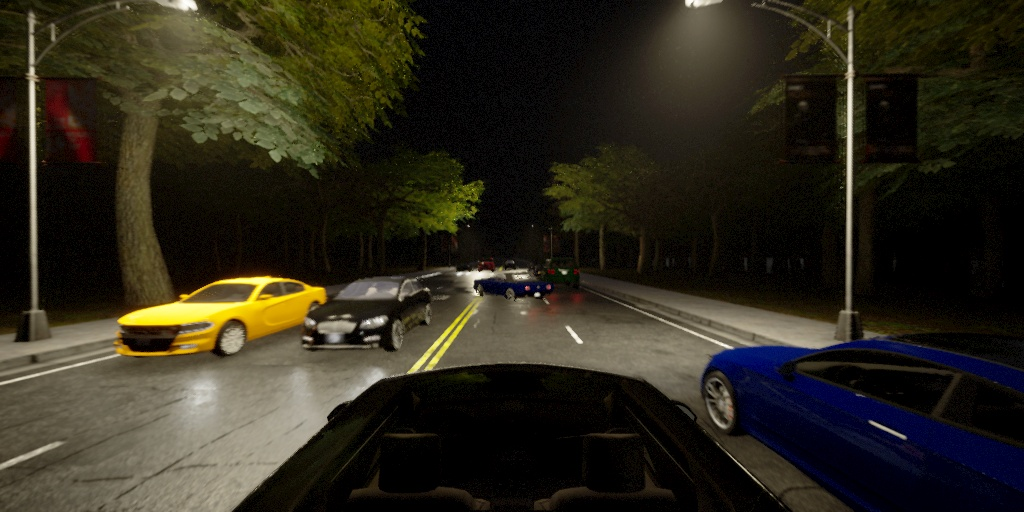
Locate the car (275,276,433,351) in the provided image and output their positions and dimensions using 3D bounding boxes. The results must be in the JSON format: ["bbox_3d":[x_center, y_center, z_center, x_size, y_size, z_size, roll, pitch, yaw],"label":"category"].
[{"bbox_3d":[-3.359,1.303,9.227,2.128,1.511,4.902,0,0,0],"label":"car"}]

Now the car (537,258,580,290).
[{"bbox_3d":[3.196,1.143,24.605,2.150,2.045,5.566,0,0,0],"label":"car"}]

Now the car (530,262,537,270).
[{"bbox_3d":[3.133,1.589,35.614,1.895,1.301,4.718,0,0,0],"label":"car"}]

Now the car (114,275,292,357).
[{"bbox_3d":[-6.607,1.287,8.921,1.882,1.535,5.008,0,0,0],"label":"car"}]

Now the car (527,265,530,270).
[{"bbox_3d":[3.046,1.552,46.595,1.837,1.490,4.892,0,0,-1],"label":"car"}]

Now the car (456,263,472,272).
[{"bbox_3d":[-6.841,1.639,51.633,1.994,1.385,4.181,0,0,0],"label":"car"}]

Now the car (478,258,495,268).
[{"bbox_3d":[-3.588,1.289,50.880,2.150,2.045,5.566,0,0,0],"label":"car"}]

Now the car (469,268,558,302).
[{"bbox_3d":[-0.109,1.479,18.053,1.895,1.301,4.718,0,0,-35],"label":"car"}]

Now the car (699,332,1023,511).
[{"bbox_3d":[3.250,1.282,2.552,1.812,1.442,4.674,0,0,0],"label":"car"}]

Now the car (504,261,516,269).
[{"bbox_3d":[-0.311,1.600,61.486,2.128,1.511,4.902,0,0,0],"label":"car"}]
